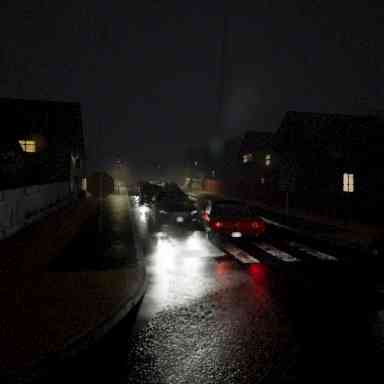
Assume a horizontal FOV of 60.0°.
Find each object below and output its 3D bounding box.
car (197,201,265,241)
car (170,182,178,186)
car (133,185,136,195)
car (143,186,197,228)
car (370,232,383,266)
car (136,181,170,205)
[{"bbox_3d":[1.398,1.005,13.197,1.895,1.301,4.718,1,3,-2],"label":"car"},{"bbox_3d":[-2.484,-0.392,36.967,2.128,1.511,4.902,0,3,-12],"label":"car"},{"bbox_3d":[-5.448,-0.451,37.247,1.837,1.490,4.892,1,3,-12],"label":"car"},{"bbox_3d":[-0.970,0.719,15.787,2.128,1.511,4.902,1,3,-12],"label":"car"},{"bbox_3d":[7.081,1.389,8.019,5.008,1.535,1.882,4,3,7],"label":"car"},{"bbox_3d":[-3.220,0.113,26.563,1.882,1.535,5.008,0,3,-12],"label":"car"}]
